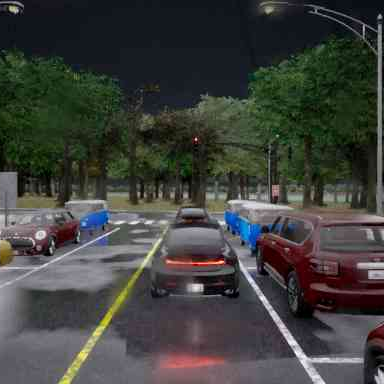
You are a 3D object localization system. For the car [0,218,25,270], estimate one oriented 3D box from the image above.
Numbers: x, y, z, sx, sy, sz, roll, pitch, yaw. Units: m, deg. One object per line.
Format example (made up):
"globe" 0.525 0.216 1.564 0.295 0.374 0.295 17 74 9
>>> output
"car" -5.767 1.526 7.164 1.752 1.417 4.829 0 0 0

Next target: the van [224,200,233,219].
"van" 2.752 1.343 18.214 1.690 1.788 3.998 0 0 0

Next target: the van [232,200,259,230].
"van" 2.755 1.342 12.776 1.690 1.788 3.998 0 0 0

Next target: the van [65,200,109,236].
"van" -5.773 1.343 18.209 1.690 1.788 3.998 0 0 0

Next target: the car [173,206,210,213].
"car" 0.002 1.506 17.914 1.837 1.490 4.892 0 0 -1

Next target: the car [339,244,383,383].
"car" 2.762 1.440 1.901 1.967 1.590 4.097 0 0 0

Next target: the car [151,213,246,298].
"car" 0.073 1.505 8.510 1.837 1.490 4.892 0 0 0

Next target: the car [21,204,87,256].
"car" -5.770 1.441 12.771 1.967 1.590 4.097 0 0 0

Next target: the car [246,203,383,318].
"car" 2.758 1.315 7.339 2.192 1.841 5.009 0 0 0
